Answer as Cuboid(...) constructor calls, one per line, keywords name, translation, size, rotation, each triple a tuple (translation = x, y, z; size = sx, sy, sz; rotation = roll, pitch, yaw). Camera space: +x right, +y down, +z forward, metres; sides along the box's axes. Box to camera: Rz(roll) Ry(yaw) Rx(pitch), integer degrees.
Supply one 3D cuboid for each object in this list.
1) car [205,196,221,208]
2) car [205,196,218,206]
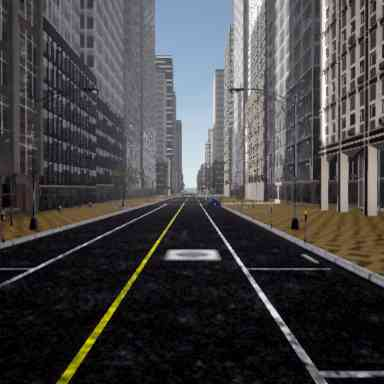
Cuboid(name="car", translation=(3.149, 1.494, 47.961), size=(1.812, 1.442, 4.674), rotation=(0, 0, 0))
Cuboid(name="car", translation=(3.146, 1.467, 54.961), size=(1.837, 1.490, 4.892), rotation=(0, 0, 0))
